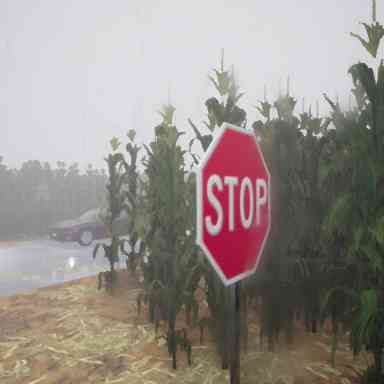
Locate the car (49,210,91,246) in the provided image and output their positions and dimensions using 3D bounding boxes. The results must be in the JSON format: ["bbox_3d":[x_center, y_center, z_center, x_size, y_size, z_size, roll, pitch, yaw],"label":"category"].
[{"bbox_3d":[-4.197,1.496,15.734,1.882,1.535,5.008,0,0,36],"label":"car"}]
